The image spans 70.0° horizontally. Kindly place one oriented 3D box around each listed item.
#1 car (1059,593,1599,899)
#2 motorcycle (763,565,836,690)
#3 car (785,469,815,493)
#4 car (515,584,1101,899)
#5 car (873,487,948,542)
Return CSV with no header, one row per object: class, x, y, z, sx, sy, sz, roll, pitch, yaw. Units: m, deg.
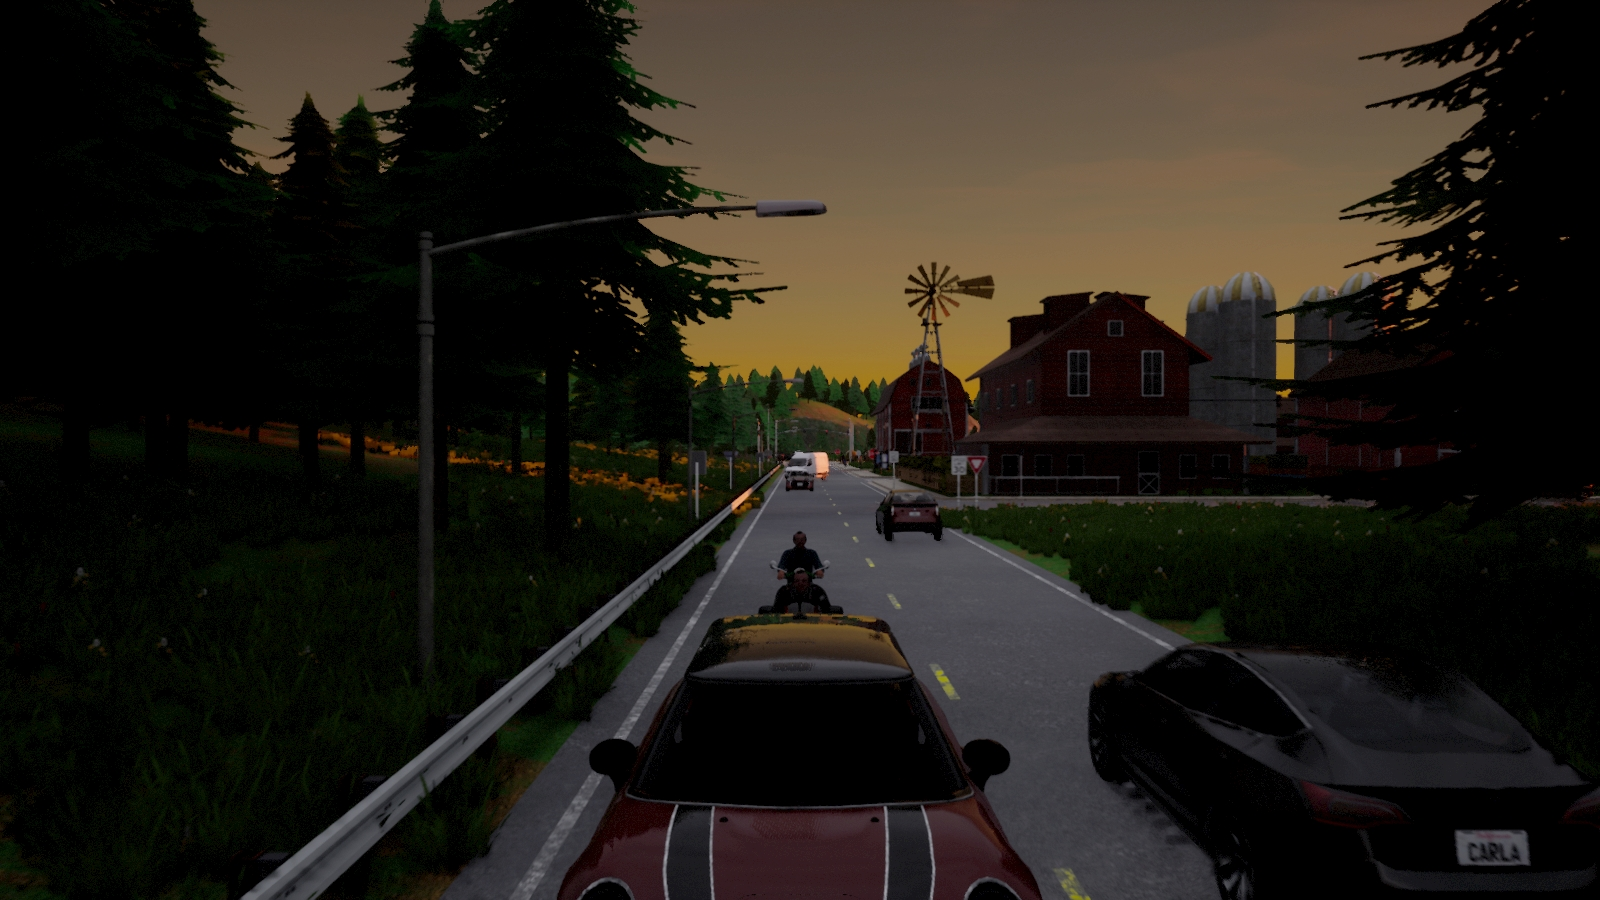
car,3.472,2.063,8.102,2.163,1.488,4.792,0,0,0
motorcycle,-0.003,2.205,14.576,0.867,1.251,2.209,0,0,0
car,-0.020,2.065,76.711,1.970,1.475,3.806,0,0,0
car,0.029,1.905,6.367,2.097,1.767,4.553,0,0,0
car,3.488,2.039,36.857,2.007,1.525,4.514,0,0,0
